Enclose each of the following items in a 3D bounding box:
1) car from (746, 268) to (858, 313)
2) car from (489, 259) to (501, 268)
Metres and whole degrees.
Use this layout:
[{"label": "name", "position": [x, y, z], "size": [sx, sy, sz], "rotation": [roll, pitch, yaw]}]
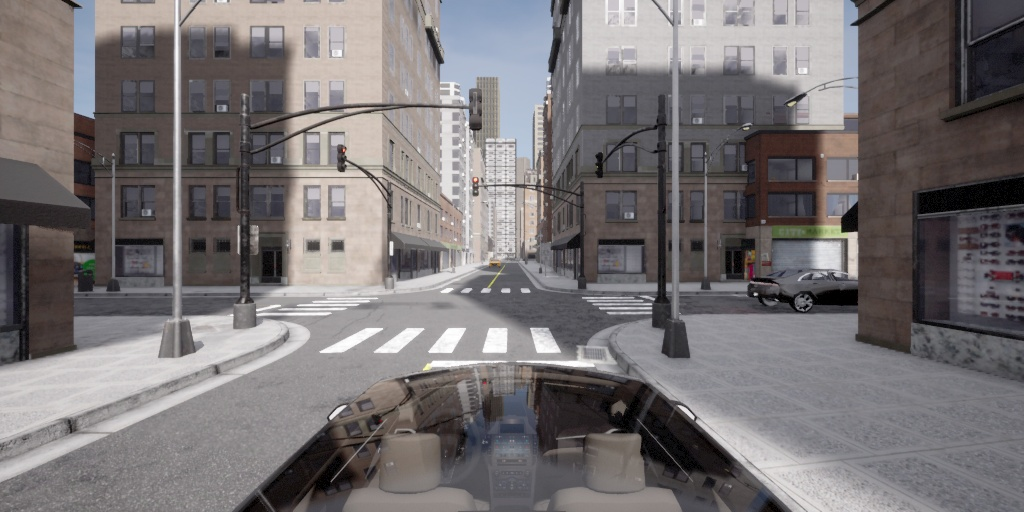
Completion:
[{"label": "car", "position": [11.431, 1.209, 13.251], "size": [4.902, 1.511, 2.128], "rotation": [0, 0, 0]}, {"label": "car", "position": [-2.978, 1.207, 62.939], "size": [1.882, 1.535, 5.008], "rotation": [0, 0, 0]}]
